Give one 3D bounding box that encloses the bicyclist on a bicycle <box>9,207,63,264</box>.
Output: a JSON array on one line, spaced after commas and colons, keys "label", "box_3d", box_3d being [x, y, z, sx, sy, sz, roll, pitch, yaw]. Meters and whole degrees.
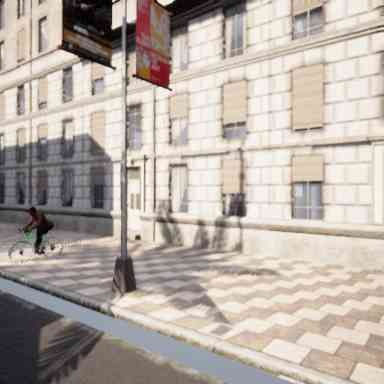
[{"label": "bicyclist on a bicycle", "box_3d": [-4.628, 1.270, 9.970, 0.582, 1.620, 1.656, 0, 0, 37]}]
